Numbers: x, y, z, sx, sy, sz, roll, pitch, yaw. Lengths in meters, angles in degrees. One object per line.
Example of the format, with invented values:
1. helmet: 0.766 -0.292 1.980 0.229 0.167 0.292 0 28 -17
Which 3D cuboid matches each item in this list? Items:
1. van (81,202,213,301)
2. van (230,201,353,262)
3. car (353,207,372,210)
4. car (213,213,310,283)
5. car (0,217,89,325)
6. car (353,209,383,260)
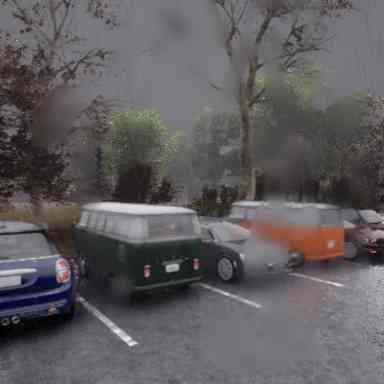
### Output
1. van: -1.648 1.287 8.551 1.878 1.987 4.442 1 0 -35
2. van: 2.958 1.339 11.824 1.878 1.987 4.442 1 0 -35
3. car: 7.504 1.492 14.955 2.185 1.767 4.553 1 0 -35
4. car: 0.717 1.540 10.096 2.231 1.521 4.892 1 0 -35
5. car: -3.964 1.359 6.721 2.185 1.767 4.553 1 0 -35
6. car: 5.217 1.591 13.296 2.097 1.535 5.008 1 0 -35
